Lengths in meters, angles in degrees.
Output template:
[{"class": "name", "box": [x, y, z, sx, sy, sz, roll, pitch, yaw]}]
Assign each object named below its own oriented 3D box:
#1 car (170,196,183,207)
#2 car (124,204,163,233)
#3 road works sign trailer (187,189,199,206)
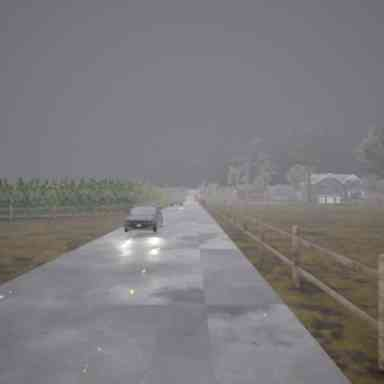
[{"class": "car", "box": [-2.772, 1.739, 61.458, 2.150, 2.045, 5.566, 0, -1, 1]}, {"class": "car", "box": [-2.848, 1.546, 20.374, 1.882, 1.535, 5.008, 0, 0, 0]}, {"class": "road works sign trailer", "box": [0.116, 1.106, 69.216, 2.380, 3.560, 2.880, 0, -1, -5]}]
